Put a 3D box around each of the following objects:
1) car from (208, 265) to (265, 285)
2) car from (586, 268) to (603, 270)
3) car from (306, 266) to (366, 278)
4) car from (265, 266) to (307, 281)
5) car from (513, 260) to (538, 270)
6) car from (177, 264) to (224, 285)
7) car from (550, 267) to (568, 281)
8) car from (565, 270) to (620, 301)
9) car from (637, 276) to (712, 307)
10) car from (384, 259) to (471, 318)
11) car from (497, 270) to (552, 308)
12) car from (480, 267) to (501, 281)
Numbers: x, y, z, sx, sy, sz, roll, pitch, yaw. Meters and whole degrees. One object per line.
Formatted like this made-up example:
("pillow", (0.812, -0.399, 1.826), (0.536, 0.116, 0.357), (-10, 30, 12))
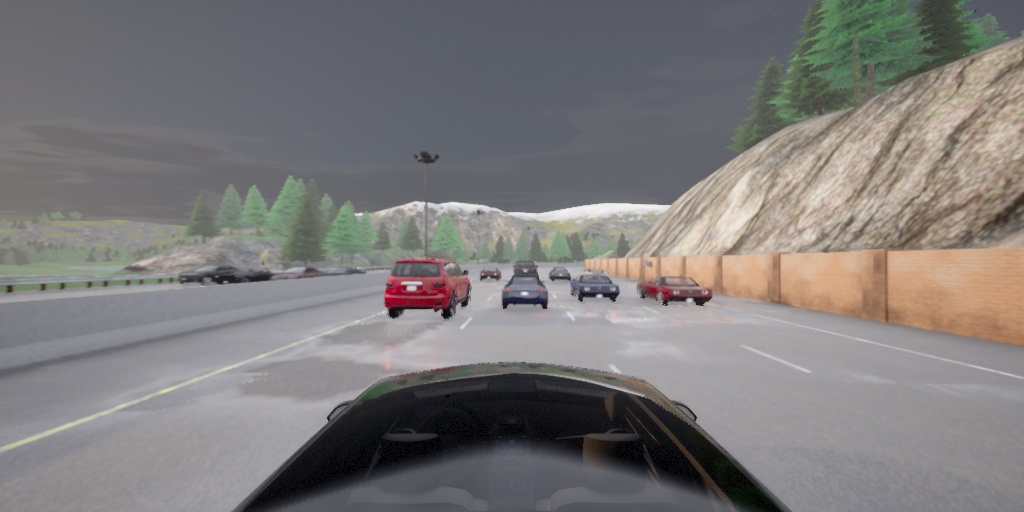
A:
("car", (-20.189, 1.573, 27.609), (1.895, 1.301, 4.718), (0, -1, 2))
("car", (8.372, 1.883, 36.636), (1.895, 1.301, 4.718), (0, -1, 2))
("car", (-13.175, 1.569, 27.877), (2.033, 1.411, 5.357), (0, -1, 2))
("car", (-16.662, 1.530, 28.236), (1.812, 1.442, 4.674), (0, -1, 2))
("car", (1.230, 1.408, 33.000), (2.150, 2.045, 5.566), (0, -1, 2))
("car", (-23.657, 1.439, 28.458), (1.882, 1.535, 5.008), (0, -1, 2))
("car", (4.894, 1.834, 37.312), (1.994, 1.385, 4.181), (0, -1, 2))
("car", (4.198, 1.615, 19.022), (1.895, 1.301, 4.718), (0, -1, 2))
("car", (7.640, 1.616, 17.442), (1.895, 1.301, 4.718), (0, -1, 2))
("car", (-3.008, 1.120, 13.824), (2.150, 2.045, 5.566), (0, 0, 2))
("car", (0.595, 1.519, 16.480), (1.994, 1.385, 4.181), (0, -1, 2))
("car", (-2.129, 1.817, 36.815), (1.895, 1.301, 4.718), (0, -1, 2))
